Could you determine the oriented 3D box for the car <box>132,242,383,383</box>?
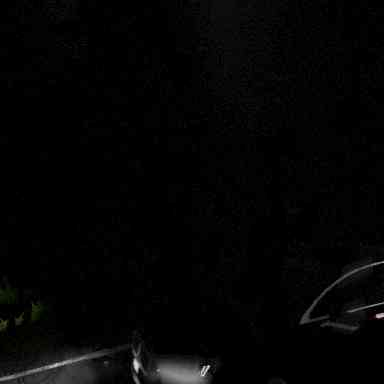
[{"bbox_3d":[1.703,1.467,4.229,4.892,1.490,1.837,-1,0,-21],"label":"car"}]
